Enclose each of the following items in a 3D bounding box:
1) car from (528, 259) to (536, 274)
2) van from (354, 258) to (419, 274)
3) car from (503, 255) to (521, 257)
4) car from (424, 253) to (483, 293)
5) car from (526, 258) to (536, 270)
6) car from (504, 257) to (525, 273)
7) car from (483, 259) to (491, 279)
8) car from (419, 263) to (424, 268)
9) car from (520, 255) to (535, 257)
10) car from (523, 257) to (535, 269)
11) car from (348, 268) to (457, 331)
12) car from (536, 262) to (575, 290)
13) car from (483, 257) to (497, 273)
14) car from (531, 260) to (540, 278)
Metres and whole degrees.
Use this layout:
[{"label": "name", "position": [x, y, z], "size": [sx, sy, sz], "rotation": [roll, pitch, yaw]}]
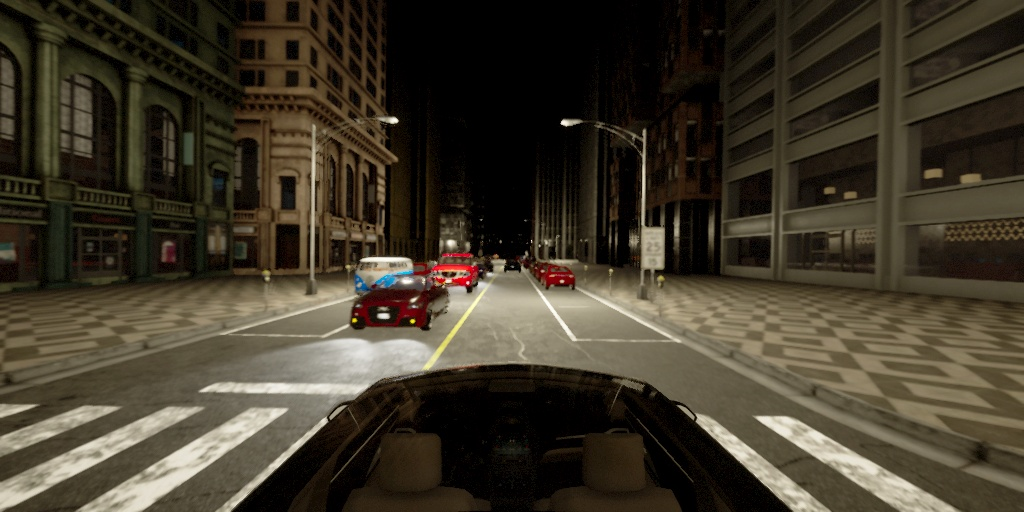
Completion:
[{"label": "car", "position": [2.741, 1.213, 33.131], "size": [1.888, 1.381, 4.507], "rotation": [0, 0, 0]}, {"label": "van", "position": [-5.790, 0.960, 16.562], "size": [1.690, 1.789, 3.998], "rotation": [0, 0, 0]}, {"label": "car", "position": [-0.042, 1.020, 52.707], "size": [1.882, 1.535, 5.008], "rotation": [1, 1, 0]}, {"label": "car", "position": [-3.105, 0.862, 20.290], "size": [2.150, 2.045, 5.566], "rotation": [1, 0, -1]}, {"label": "car", "position": [2.732, 1.169, 38.826], "size": [1.751, 1.417, 4.829], "rotation": [0, 0, 0]}, {"label": "car", "position": [0.070, 1.157, 41.464], "size": [1.994, 1.385, 4.181], "rotation": [1, 0, -1]}, {"label": "car", "position": [-3.107, 1.198, 30.099], "size": [1.895, 1.301, 4.718], "rotation": [1, 0, 0]}, {"label": "car", "position": [-5.797, 1.139, 22.087], "size": [1.888, 1.381, 4.507], "rotation": [0, 0, 0]}, {"label": "car", "position": [2.707, 0.886, 55.233], "size": [2.192, 1.841, 5.009], "rotation": [0, 0, 0]}, {"label": "car", "position": [2.715, 1.140, 49.707], "size": [1.888, 1.381, 4.507], "rotation": [0, 0, 0]}, {"label": "car", "position": [-3.087, 1.250, 10.665], "size": [1.994, 1.385, 4.181], "rotation": [1, 0, 1]}, {"label": "car", "position": [2.758, 1.263, 22.081], "size": [1.888, 1.381, 4.507], "rotation": [0, 0, 0]}, {"label": "car", "position": [-3.069, 1.117, 40.178], "size": [1.994, 1.385, 4.181], "rotation": [1, 0, 2]}, {"label": "car", "position": [2.749, 1.238, 27.606], "size": [1.888, 1.381, 4.507], "rotation": [0, 0, 0]}]
